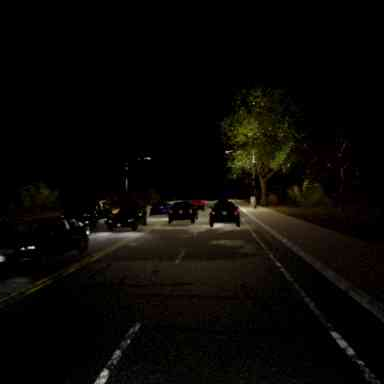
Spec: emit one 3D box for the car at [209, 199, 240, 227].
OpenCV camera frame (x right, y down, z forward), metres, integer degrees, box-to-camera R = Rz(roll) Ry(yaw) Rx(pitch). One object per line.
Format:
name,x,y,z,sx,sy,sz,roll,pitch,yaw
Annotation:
car,2.369,1.483,24.449,2.097,1.767,4.553,-1,0,5

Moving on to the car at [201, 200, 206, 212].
car,0.801,1.782,44.165,1.882,1.535,5.008,-1,0,5

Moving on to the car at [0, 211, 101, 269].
car,-5.392,1.716,12.218,2.128,1.511,4.902,-1,-1,5

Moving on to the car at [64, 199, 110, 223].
car,-7.564,1.590,24.447,2.150,2.045,5.566,-1,-1,5

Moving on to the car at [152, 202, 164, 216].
car,-3.293,1.824,35.922,1.882,1.535,5.008,-1,-1,5

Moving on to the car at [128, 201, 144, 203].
car,-6.445,1.781,37.144,2.097,1.767,4.553,-1,0,5

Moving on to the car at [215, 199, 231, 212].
car,3.975,1.725,42.944,1.837,1.490,4.892,-1,-1,5

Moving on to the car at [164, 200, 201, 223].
car,-0.666,1.578,27.716,2.097,1.767,4.553,-1,-1,6

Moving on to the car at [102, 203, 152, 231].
car,-4.403,1.810,23.324,1.812,1.442,4.674,-1,0,5
